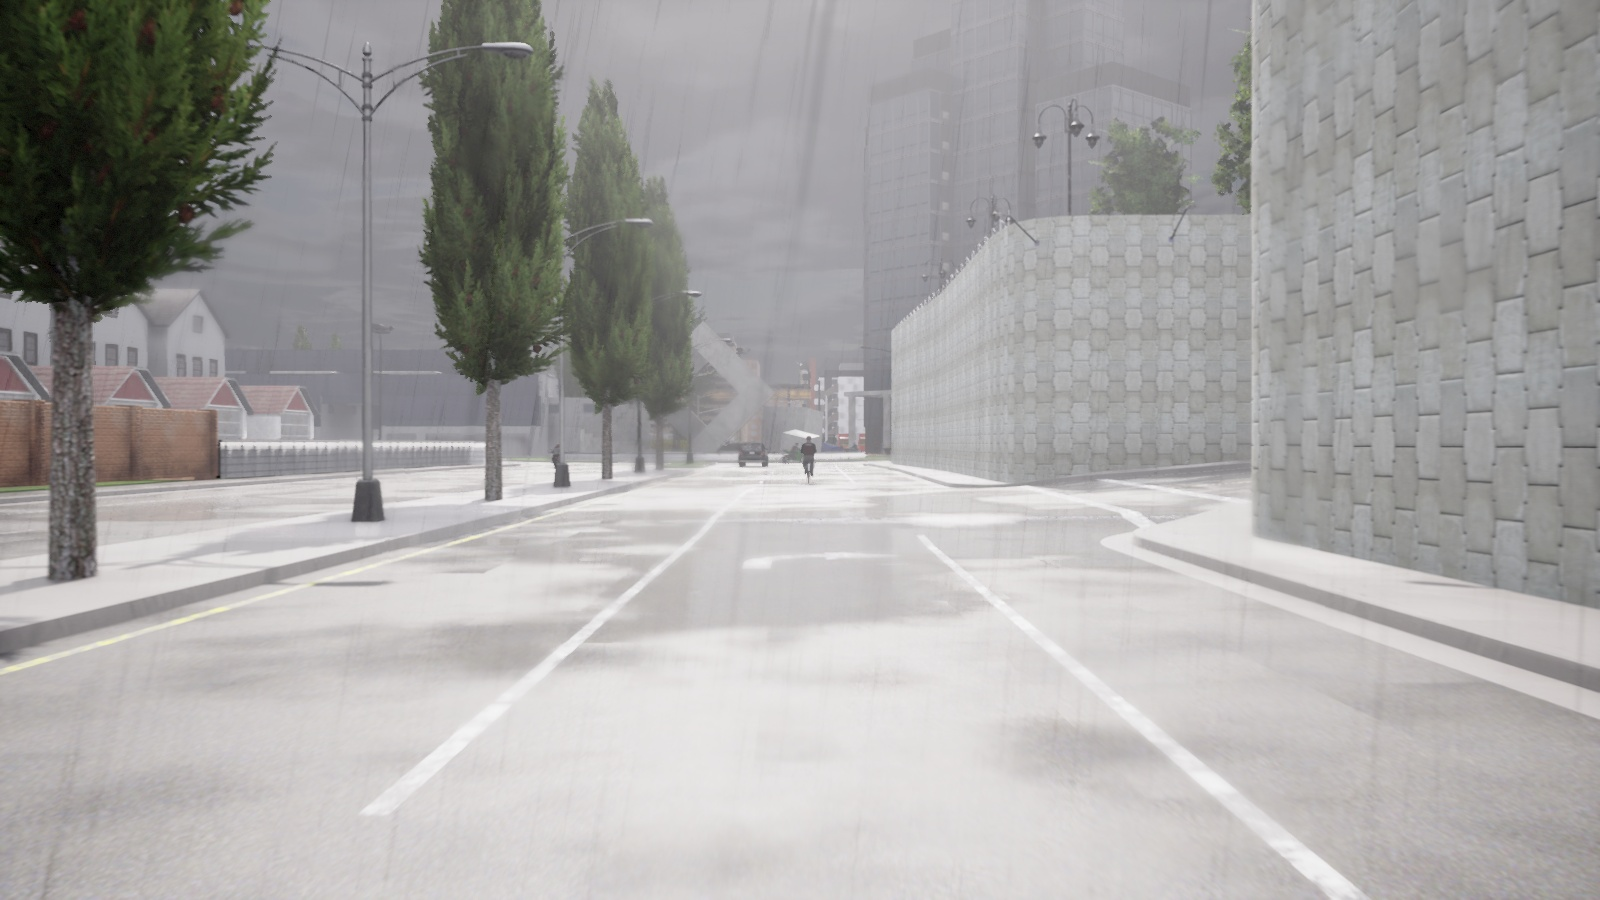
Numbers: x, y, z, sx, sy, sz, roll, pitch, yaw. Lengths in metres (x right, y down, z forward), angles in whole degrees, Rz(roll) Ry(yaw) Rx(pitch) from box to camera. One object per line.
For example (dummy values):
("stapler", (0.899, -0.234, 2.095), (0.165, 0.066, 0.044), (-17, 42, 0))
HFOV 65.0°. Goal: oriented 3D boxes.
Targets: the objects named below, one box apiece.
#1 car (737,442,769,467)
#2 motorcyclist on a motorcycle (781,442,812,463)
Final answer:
("car", (-2.938, 0.274, 79.575), (1.789, 1.549, 3.705), (0, 0, 2))
("motorcyclist on a motorcycle", (-0.258, 0.212, 91.644), (2.044, 1.523, 0.797), (0, -1, -23))
